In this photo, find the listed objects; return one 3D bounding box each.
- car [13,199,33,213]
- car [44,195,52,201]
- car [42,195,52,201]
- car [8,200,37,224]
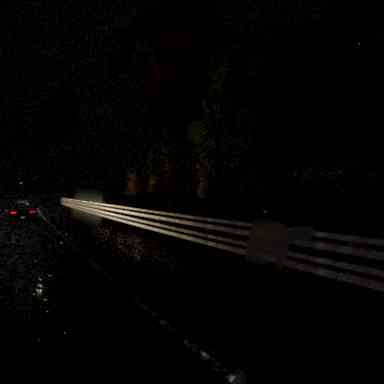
[{"bbox_3d":[-19.733,1.595,38.978,1.994,1.385,4.181,-1,0,-26],"label":"car"},{"bbox_3d":[-37.933,1.554,87.648,1.895,1.301,4.718,-1,0,-23],"label":"car"},{"bbox_3d":[-34.333,1.435,78.740,1.812,1.442,4.674,-1,0,-21],"label":"car"},{"bbox_3d":[-12.597,1.539,24.787,1.812,1.442,4.674,-1,1,-27],"label":"car"}]
